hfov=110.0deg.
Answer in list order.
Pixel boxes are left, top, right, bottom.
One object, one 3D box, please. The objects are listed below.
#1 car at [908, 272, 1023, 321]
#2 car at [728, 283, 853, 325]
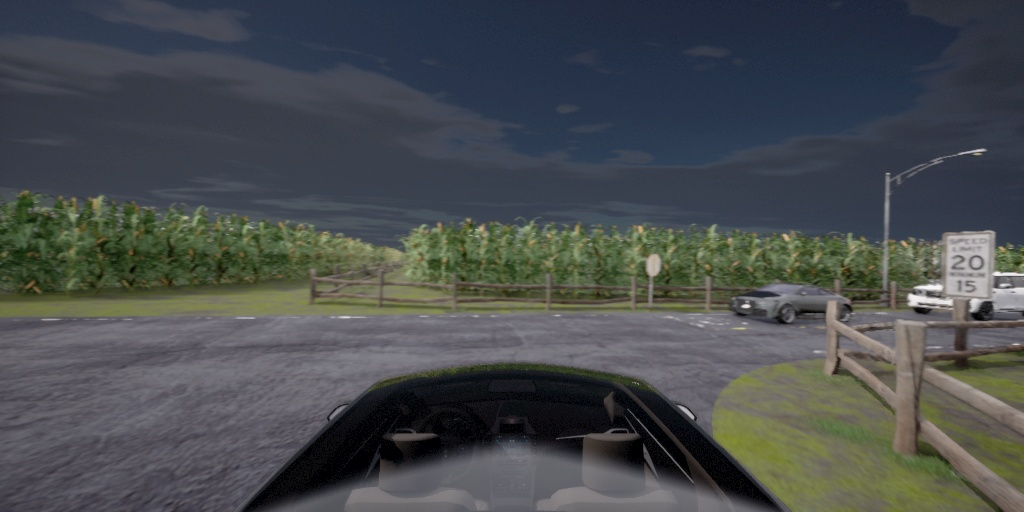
[{"bbox_3d":[20.903,1.716,16.076,5.566,2.045,2.150,2,0,-13],"label":"car"},{"bbox_3d":[10.534,1.728,13.645,4.181,1.385,1.994,2,0,-13],"label":"car"}]
